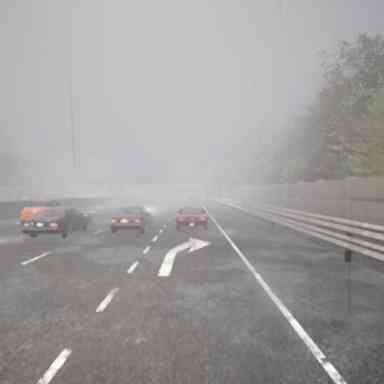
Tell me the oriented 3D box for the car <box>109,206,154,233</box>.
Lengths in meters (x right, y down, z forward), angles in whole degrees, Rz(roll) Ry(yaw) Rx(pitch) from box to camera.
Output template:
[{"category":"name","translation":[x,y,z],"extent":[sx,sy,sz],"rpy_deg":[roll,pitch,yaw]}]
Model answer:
[{"category":"car","translation":[-3.410,1.532,19.518],"extent":[2.033,1.411,5.357],"rpy_deg":[0,0,0]}]

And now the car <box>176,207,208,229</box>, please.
[{"category":"car","translation":[-0.008,1.584,21.570],"extent":[1.895,1.301,4.718],"rpy_deg":[0,0,0]}]

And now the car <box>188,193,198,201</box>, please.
[{"category":"car","translation":[0.022,1.595,84.214],"extent":[1.812,1.442,4.674],"rpy_deg":[0,0,2]}]

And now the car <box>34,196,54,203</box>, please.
[{"category":"car","translation":[-31.527,1.529,71.023],"extent":[2.128,1.511,4.902],"rpy_deg":[0,0,0]}]

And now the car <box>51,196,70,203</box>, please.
[{"category":"car","translation":[-28.027,1.529,71.025],"extent":[2.128,1.511,4.902],"rpy_deg":[0,0,0]}]

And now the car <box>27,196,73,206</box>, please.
[{"category":"car","translation":[-10.408,1.335,24.159],"extent":[2.097,1.767,4.553],"rpy_deg":[0,0,0]}]

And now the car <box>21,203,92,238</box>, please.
[{"category":"car","translation":[-6.906,1.532,17.588],"extent":[2.033,1.411,5.357],"rpy_deg":[0,0,0]}]

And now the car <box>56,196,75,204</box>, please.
[{"category":"car","translation":[-24.525,1.512,64.714],"extent":[1.837,1.490,4.892],"rpy_deg":[0,0,0]}]
